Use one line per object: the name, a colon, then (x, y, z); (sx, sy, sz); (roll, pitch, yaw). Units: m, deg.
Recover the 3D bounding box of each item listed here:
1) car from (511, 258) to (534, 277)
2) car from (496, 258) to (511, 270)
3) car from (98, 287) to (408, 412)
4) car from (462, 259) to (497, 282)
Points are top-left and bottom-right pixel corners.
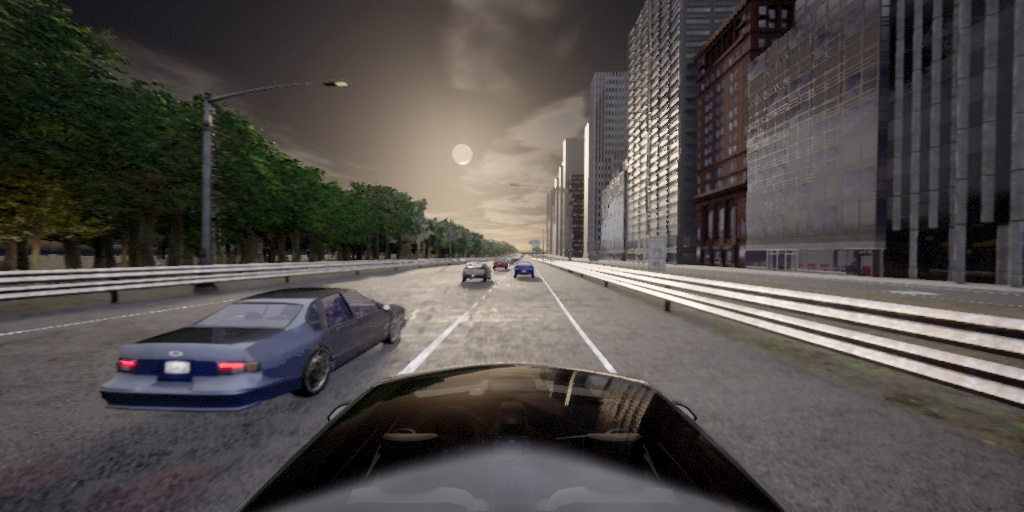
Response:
car: (1.215, 1.228, 35.614); (1.882, 1.535, 5.008); (1, 0, 2)
car: (-1.684, 1.078, 54.007); (2.097, 1.767, 4.553); (1, 0, 2)
car: (-3.569, 1.267, 6.437); (2.033, 1.411, 5.357); (0, 0, 2)
car: (-2.686, 1.211, 28.098); (2.128, 1.511, 4.902); (1, 0, 2)
